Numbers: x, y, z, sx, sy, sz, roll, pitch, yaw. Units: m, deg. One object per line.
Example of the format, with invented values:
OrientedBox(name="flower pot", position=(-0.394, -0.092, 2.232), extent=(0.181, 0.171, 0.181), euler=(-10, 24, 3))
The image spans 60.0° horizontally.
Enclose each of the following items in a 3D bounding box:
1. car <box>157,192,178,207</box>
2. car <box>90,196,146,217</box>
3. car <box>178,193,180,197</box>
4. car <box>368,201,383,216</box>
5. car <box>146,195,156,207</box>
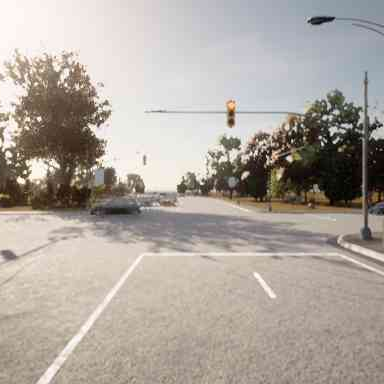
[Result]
OrientedBox(name="car", position=(-3.676, 1.276, 50.812), extent=(2.097, 1.767, 4.553), euler=(0, 0, 0))
OrientedBox(name="car", position=(-6.759, 1.309, 29.961), extent=(4.553, 1.767, 2.097), euler=(0, 0, -3))
OrientedBox(name="car", position=(-3.810, 1.354, 66.641), extent=(1.837, 1.490, 4.892), euler=(0, 1, -1))
OrientedBox(name="car", position=(18.617, 1.523, 31.430), extent=(4.181, 1.385, 1.994), euler=(0, 0, -3))
OrientedBox(name="car", position=(-7.177, 1.429, 51.027), extent=(1.837, 1.490, 4.892), euler=(0, 0, 0))
